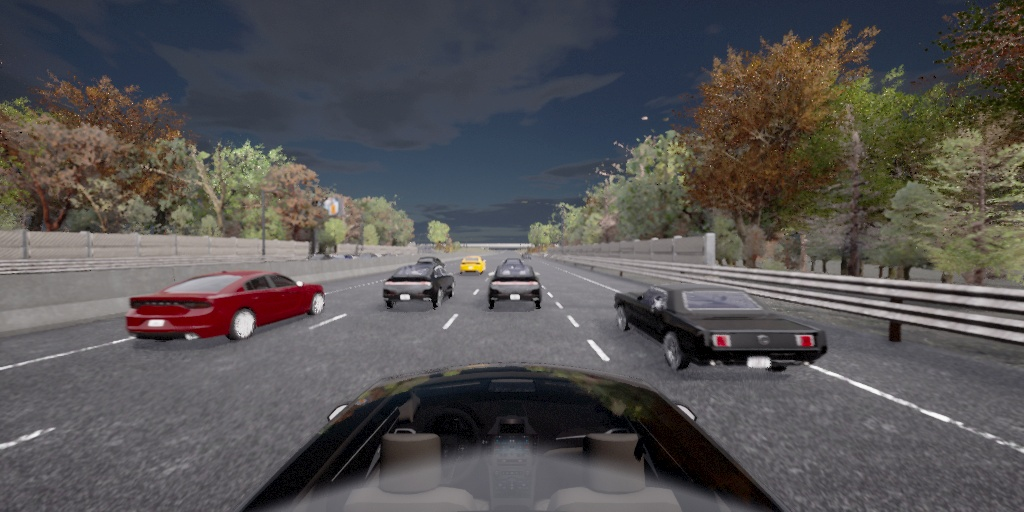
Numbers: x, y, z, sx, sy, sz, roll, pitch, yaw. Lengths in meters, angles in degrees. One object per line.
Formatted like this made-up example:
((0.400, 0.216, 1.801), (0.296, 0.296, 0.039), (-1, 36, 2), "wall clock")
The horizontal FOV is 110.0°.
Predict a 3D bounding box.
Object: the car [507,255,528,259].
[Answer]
((0.099, 0.882, 30.997), (1.994, 1.385, 4.181), (0, 1, 0), "car")

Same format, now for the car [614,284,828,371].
((3.616, 1.223, 7.434), (1.895, 1.301, 4.718), (0, 1, 0), "car")

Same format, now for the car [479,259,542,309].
((0.099, 1.059, 13.885), (2.128, 1.511, 4.902), (0, 1, 0), "car")

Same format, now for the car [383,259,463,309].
((-3.402, 1.059, 13.842), (2.128, 1.511, 4.902), (0, 1, 0), "car")

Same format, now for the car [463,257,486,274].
((-3.401, 0.782, 31.931), (1.882, 1.535, 5.008), (0, 1, 0), "car")

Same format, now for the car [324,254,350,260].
((-24.576, 0.547, 51.584), (1.812, 1.442, 4.674), (0, 1, 0), "car")

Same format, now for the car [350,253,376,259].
((-21.075, 0.369, 51.927), (2.097, 1.767, 4.553), (0, 1, 0), "car")

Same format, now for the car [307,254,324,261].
((-28.057, 0.509, 52.673), (1.837, 1.490, 4.892), (0, 1, 0), "car")

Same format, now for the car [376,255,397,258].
((-17.570, 0.583, 51.810), (1.994, 1.385, 4.181), (0, 1, 0), "car")

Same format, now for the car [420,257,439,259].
((-6.905, 0.832, 30.351), (1.837, 1.490, 4.892), (0, 1, 0), "car")

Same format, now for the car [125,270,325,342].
((-6.899, 1.111, 9.425), (1.882, 1.535, 5.008), (0, 1, 0), "car")
